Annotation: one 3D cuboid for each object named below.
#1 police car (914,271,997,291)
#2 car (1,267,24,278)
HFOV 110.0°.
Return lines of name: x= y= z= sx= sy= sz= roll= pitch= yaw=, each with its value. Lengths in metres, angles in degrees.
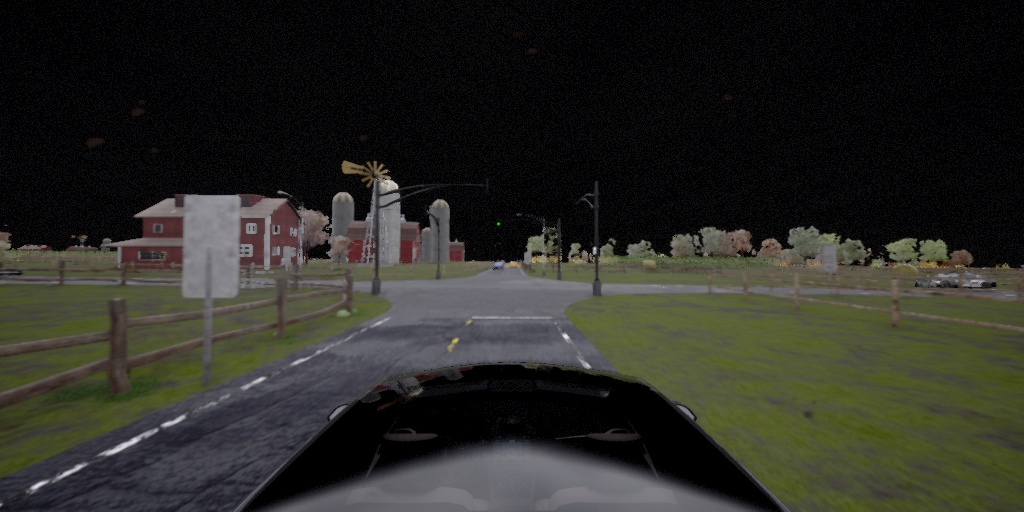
police car: x=35.495 y=2.028 z=28.917 sx=4.974 sy=1.542 sz=2.038 roll=1 pitch=-2 yaw=0
car: x=-38.199 y=1.046 z=25.569 sx=4.718 sy=1.301 sz=1.895 roll=1 pitch=-2 yaw=0
